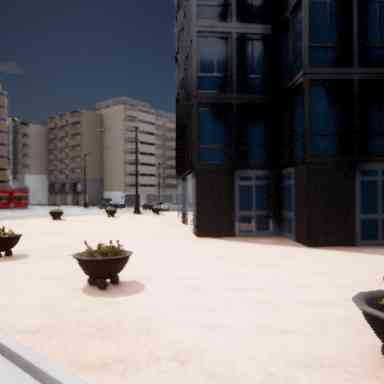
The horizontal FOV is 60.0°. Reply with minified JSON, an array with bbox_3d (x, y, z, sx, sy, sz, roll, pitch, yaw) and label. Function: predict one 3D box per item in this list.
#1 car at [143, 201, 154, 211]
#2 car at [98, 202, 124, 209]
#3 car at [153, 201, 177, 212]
[{"bbox_3d":[-5.951,2.334,55.044,1.837,1.490,4.892,-1,-1,39],"label":"car"},{"bbox_3d":[-14.793,2.515,60.918,1.895,1.301,4.718,-1,-1,39],"label":"car"},{"bbox_3d":[-3.393,2.390,52.644,1.895,1.301,4.718,-1,-1,39],"label":"car"}]
